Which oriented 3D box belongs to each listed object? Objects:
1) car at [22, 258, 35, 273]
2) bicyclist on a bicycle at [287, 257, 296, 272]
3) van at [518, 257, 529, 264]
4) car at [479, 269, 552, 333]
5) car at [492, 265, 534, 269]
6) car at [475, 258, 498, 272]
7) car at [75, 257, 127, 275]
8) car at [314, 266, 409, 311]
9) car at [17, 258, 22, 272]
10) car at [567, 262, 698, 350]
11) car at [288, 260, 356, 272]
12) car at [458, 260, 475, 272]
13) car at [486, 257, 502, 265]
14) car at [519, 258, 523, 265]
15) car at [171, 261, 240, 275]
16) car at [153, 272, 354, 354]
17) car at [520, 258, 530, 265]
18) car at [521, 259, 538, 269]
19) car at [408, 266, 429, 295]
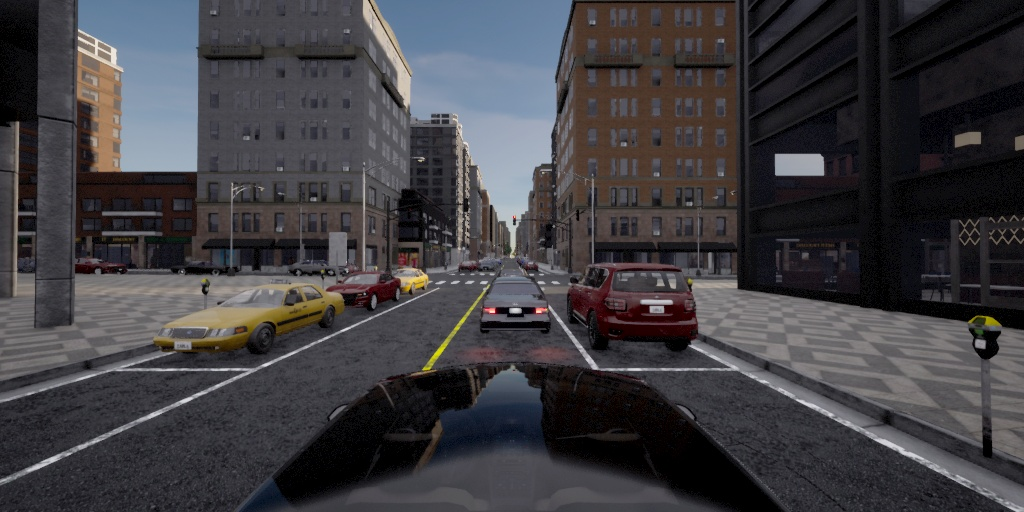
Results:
[{"bbox_3d":[-46.970,0.906,34.661,5.357,1.411,2.033,1,-1,0],"label":"car"},{"bbox_3d":[-23.113,0.909,37.632,0.582,1.620,1.656,0,0,0],"label":"bicyclist on a bicycle"},{"bbox_3d":[2.494,1.108,64.274,1.690,1.789,3.998,0,0,0],"label":"van"},{"bbox_3d":[0.067,1.299,10.717,2.033,1.411,5.357,0,0,0],"label":"car"},{"bbox_3d":[0.018,1.355,20.444,1.895,1.301,4.718,0,0,0],"label":"car"},{"bbox_3d":[-3.206,1.324,45.259,1.994,1.385,4.181,0,0,-1],"label":"car"},{"bbox_3d":[-36.835,0.897,31.446,5.008,1.535,1.882,1,-1,0],"label":"car"},{"bbox_3d":[-5.893,1.298,14.595,1.888,1.381,4.507,0,0,0],"label":"car"},{"bbox_3d":[-46.944,0.831,31.512,4.892,1.490,1.837,1,-1,1],"label":"car"},{"bbox_3d":[2.649,1.066,8.986,2.192,1.841,5.009,0,0,0],"label":"car"},{"bbox_3d":[-16.843,1.092,31.371,4.902,1.511,2.128,1,-1,0],"label":"car"},{"bbox_3d":[-5.985,1.306,47.239,1.888,1.381,4.507,0,0,0],"label":"car"},{"bbox_3d":[-3.244,1.329,60.445,1.994,1.385,4.181,0,0,0],"label":"car"},{"bbox_3d":[2.510,1.346,58.601,1.802,1.307,4.207,0,0,0],"label":"car"},{"bbox_3d":[-26.740,1.112,31.403,4.718,1.301,1.895,1,-1,0],"label":"car"},{"bbox_3d":[-5.876,1.277,8.801,1.751,1.417,4.829,0,0,0],"label":"car"},{"bbox_3d":[2.526,1.344,52.927,1.802,1.307,4.207,0,0,0],"label":"car"},{"bbox_3d":[2.542,1.343,47.254,1.802,1.307,4.207,0,0,0],"label":"car"},{"bbox_3d":[-5.908,1.279,20.050,1.751,1.417,4.829,0,0,0],"label":"car"}]
